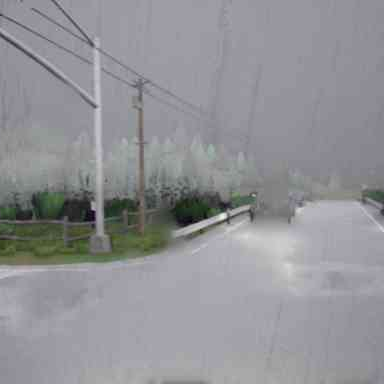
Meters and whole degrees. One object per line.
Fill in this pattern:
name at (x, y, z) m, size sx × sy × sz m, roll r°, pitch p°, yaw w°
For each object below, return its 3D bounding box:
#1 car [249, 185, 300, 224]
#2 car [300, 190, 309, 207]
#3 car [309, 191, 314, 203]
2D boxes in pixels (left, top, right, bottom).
car at (5.021, 0.637, 20.172) m, size 2.150 × 2.045 × 5.566 m, roll -1°, pitch 3°, yaw 23°
car at (8.932, 0.523, 29.467) m, size 1.837 × 1.490 × 4.892 m, roll -1°, pitch 1°, yaw 24°
car at (13.206, 0.514, 39.048) m, size 2.033 × 1.411 × 5.357 m, roll -1°, pitch -1°, yaw 25°
